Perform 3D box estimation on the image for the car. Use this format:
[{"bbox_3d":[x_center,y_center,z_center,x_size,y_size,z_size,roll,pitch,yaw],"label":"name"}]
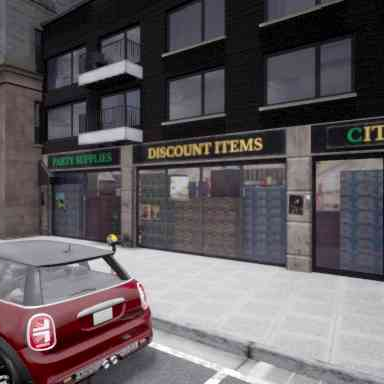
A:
[{"bbox_3d":[-2.594,1.440,4.925,4.097,1.590,1.967,0,0,35],"label":"car"}]
